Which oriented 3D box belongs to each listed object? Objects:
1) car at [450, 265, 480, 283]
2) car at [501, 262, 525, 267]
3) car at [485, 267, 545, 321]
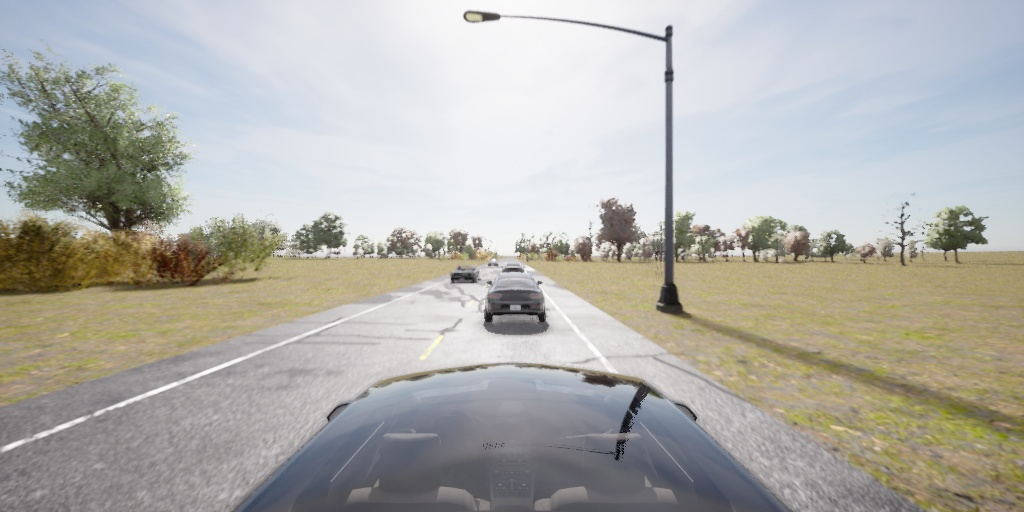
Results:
[{"bbox_3d":[-3.603,1.365,28.050,1.895,1.301,4.718,0,0,0],"label":"car"},{"bbox_3d":[0.095,1.271,30.404,1.837,1.490,4.892,0,0,0],"label":"car"},{"bbox_3d":[0.098,1.282,12.335,1.812,1.442,4.674,0,0,0],"label":"car"}]
